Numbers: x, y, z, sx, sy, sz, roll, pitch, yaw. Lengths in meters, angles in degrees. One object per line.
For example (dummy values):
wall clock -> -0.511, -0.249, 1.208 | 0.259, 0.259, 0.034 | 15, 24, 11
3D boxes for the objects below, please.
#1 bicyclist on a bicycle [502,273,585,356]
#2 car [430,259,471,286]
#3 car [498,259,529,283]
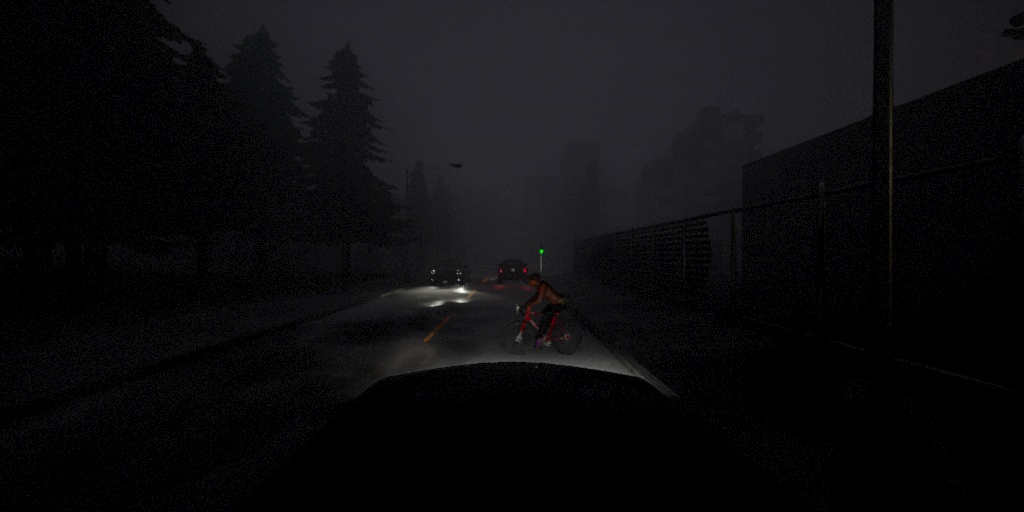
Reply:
bicyclist on a bicycle -> 0.605, 1.150, 7.039 | 1.656, 1.620, 0.582 | -1, 0, 0
car -> -4.037, 0.971, 23.942 | 2.097, 1.767, 4.553 | 0, 0, 0
car -> 0.071, 0.962, 26.011 | 2.097, 1.767, 4.553 | 0, 0, 0
